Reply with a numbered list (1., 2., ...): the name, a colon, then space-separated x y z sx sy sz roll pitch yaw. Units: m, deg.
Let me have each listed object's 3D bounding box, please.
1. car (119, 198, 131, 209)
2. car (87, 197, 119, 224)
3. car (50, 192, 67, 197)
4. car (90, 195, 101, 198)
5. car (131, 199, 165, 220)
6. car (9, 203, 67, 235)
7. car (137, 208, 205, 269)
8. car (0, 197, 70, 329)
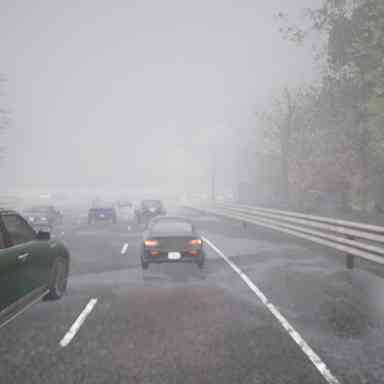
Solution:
1. car: -8.875 1.480 42.843 1.895 1.301 4.718 0 0 -22
2. car: -6.585 1.413 24.576 1.882 1.535 5.008 0 0 -13
3. car: -30.700 1.054 76.638 5.566 2.045 2.150 0 0 45
4. car: -16.994 1.356 58.234 1.837 1.490 4.892 0 0 -31
5. car: -3.215 1.275 24.971 2.097 1.767 4.553 0 0 -14
6. car: -9.109 1.505 20.190 2.033 1.411 5.357 0 0 -12
7. car: -0.690 1.490 10.975 1.812 1.442 4.674 0 0 -6
8. car: -3.682 1.215 5.060 2.150 2.045 5.566 0 0 -3
